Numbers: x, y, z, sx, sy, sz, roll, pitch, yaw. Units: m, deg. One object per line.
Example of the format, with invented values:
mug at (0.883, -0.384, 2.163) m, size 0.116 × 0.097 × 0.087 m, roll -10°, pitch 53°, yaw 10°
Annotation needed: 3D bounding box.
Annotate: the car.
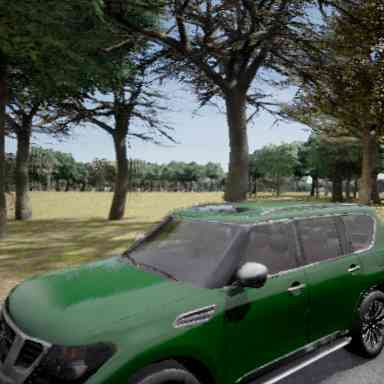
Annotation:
car at (0.565, 1.178, 4.346) m, size 5.566 × 2.045 × 2.150 m, roll 0°, pitch 1°, yaw -36°
